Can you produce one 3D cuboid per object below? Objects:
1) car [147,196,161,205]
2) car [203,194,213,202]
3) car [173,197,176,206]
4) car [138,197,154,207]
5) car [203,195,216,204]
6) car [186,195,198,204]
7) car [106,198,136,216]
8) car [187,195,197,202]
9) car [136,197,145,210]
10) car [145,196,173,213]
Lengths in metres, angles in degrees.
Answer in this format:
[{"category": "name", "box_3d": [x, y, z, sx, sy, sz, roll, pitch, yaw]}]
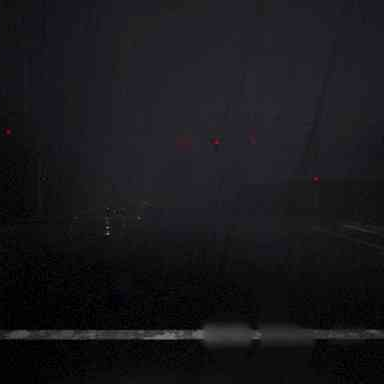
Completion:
[{"category": "car", "box_3d": [-7.046, 1.492, 62.085, 2.128, 1.511, 4.902, 0, 0, 0]}, {"category": "car", "box_3d": [3.523, 1.355, 74.460, 2.097, 1.767, 4.553, 0, 0, 0]}, {"category": "car", "box_3d": [-3.581, 1.564, 45.562, 1.994, 1.385, 4.181, 0, 0, 0]}, {"category": "car", "box_3d": [-7.076, 1.505, 51.677, 1.837, 1.490, 4.892, 0, 0, 0]}, {"category": "car", "box_3d": [3.623, 1.547, 64.238, 2.033, 1.411, 5.357, 0, 0, 0]}, {"category": "car", "box_3d": [0.018, 1.505, 63.773, 1.837, 1.490, 4.892, 0, 0, 0]}, {"category": "car", "box_3d": [-7.085, 1.526, 32.897, 1.812, 1.442, 4.674, 0, 0, 0]}, {"category": "car", "box_3d": [0.021, 1.413, 73.882, 1.994, 1.385, 4.181, 0, 0, 0]}, {"category": "car", "box_3d": [-7.082, 1.478, 42.191, 1.882, 1.535, 5.008, 0, 0, 0]}, {"category": "car", "box_3d": [-3.578, 1.352, 36.992, 2.097, 1.767, 4.553, 0, 0, 0]}]
